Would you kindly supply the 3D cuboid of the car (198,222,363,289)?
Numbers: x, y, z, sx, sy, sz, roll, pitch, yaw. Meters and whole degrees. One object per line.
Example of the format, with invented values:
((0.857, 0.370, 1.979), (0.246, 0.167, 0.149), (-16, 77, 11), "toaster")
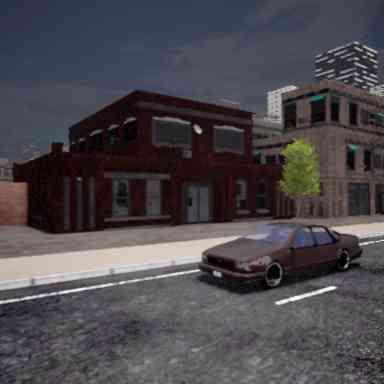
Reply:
((2.779, 1.599, 9.539), (5.357, 1.411, 2.033), (0, 0, -36), "car")
